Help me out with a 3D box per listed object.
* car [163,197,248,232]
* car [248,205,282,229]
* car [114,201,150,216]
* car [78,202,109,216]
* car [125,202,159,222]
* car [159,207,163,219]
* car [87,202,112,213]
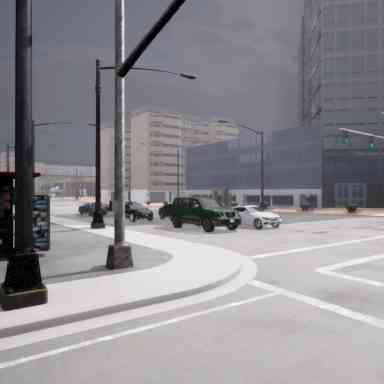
[{"bbox_3d":[0.673,1.335,21.289,2.150,2.045,5.566,0,-1,-36],"label":"car"},{"bbox_3d":[3.940,1.635,22.720,1.812,1.442,4.674,0,-1,-35],"label":"car"},{"bbox_3d":[-6.873,1.841,37.649,2.128,1.511,4.902,0,-1,-36],"label":"car"},{"bbox_3d":[-11.381,1.939,37.903,2.033,1.411,5.357,0,-1,-36],"label":"car"},{"bbox_3d":[-5.135,1.741,29.287,1.837,1.490,4.892,0,-1,-36],"label":"car"},{"bbox_3d":[-1.360,1.740,30.107,1.812,1.442,4.674,0,-1,-36],"label":"car"},{"bbox_3d":[-12.706,2.060,45.741,1.994,1.385,4.181,0,-1,-35],"label":"car"}]
